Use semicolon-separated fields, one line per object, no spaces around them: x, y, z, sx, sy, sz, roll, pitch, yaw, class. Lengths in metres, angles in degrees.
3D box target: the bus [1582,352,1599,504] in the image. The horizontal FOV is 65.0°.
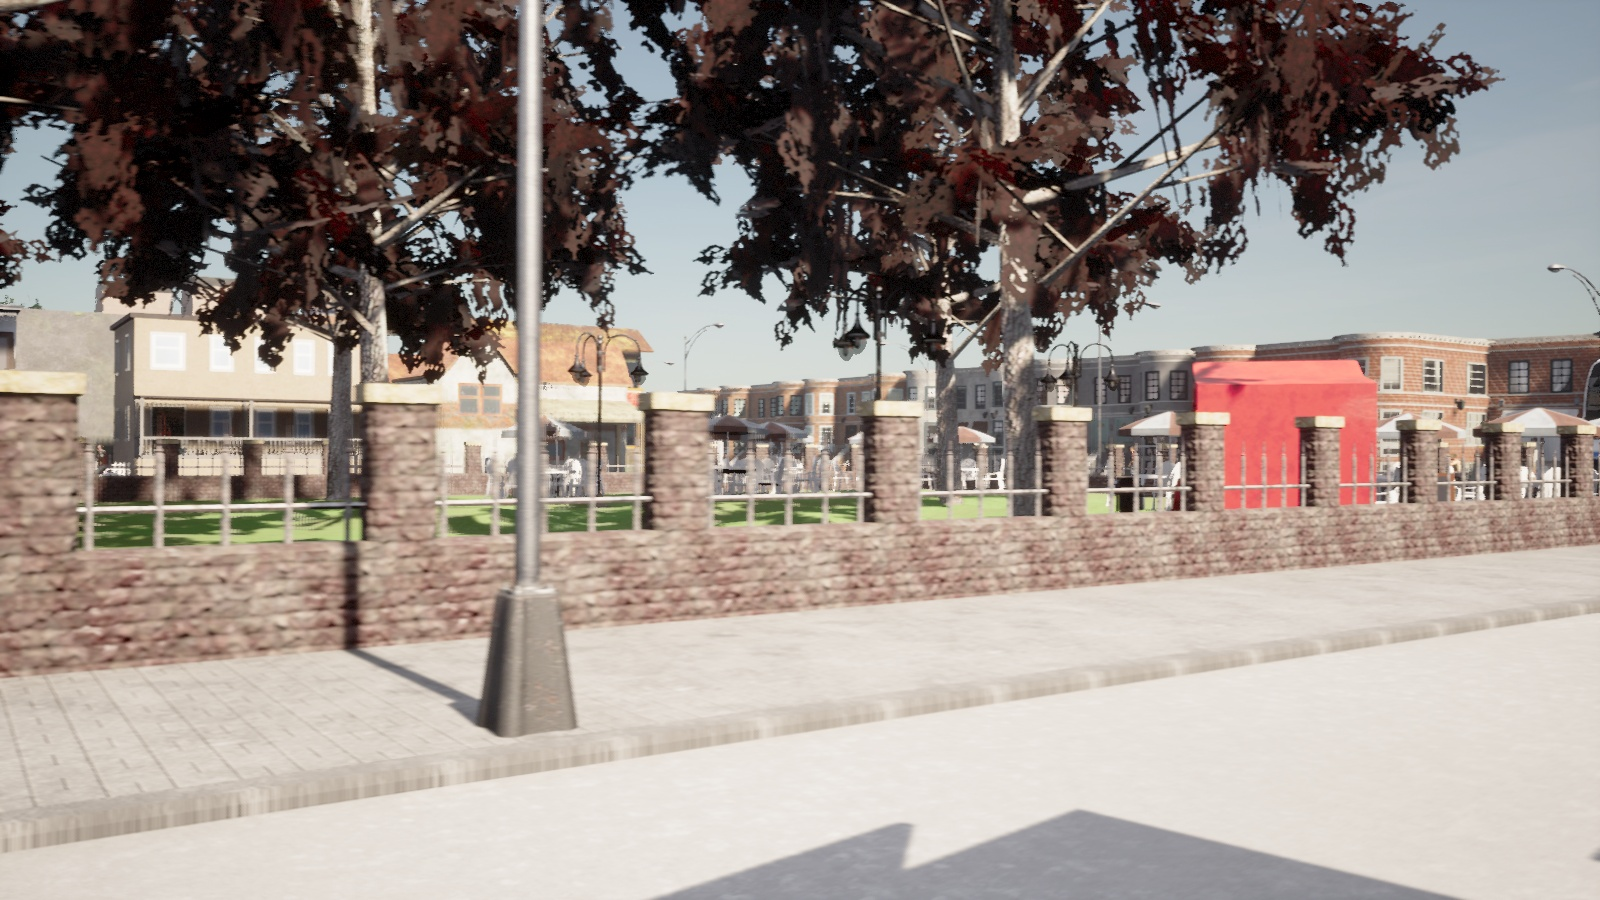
27.454;-0.582;33.730;10.273;4.253;3.944;0;0;5;bus
